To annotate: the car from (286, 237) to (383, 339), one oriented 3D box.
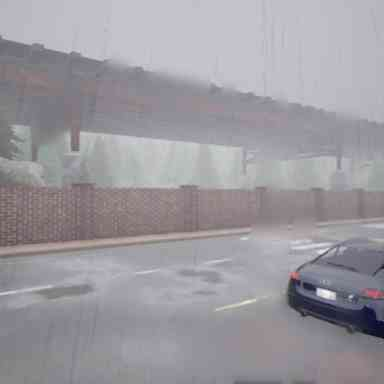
[{"bbox_3d":[3.757,1.597,6.441,4.181,1.385,1.994,0,0,-36],"label":"car"}]
